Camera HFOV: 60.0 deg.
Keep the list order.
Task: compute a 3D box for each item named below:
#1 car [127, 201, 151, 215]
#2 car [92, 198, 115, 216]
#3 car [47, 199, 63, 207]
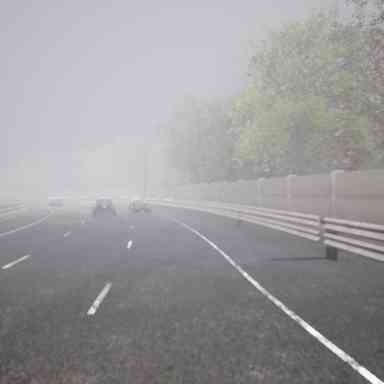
[{"bbox_3d":[-5.668,1.642,35.153,1.895,1.301,4.718,-1,0,-19],"label":"car"},{"bbox_3d":[-9.084,1.431,33.963,2.097,1.767,4.553,-1,0,-18],"label":"car"},{"bbox_3d":[-23.104,1.785,56.019,1.994,1.385,4.181,-1,0,-32],"label":"car"}]
